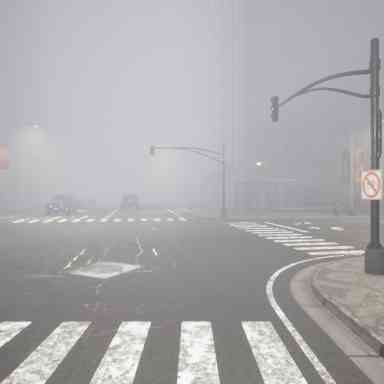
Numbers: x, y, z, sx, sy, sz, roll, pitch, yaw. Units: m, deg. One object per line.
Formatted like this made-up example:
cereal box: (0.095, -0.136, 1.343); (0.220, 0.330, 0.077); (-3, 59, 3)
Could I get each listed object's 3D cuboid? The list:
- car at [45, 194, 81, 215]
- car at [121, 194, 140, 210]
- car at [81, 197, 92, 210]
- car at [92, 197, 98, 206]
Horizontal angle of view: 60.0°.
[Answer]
car: (-13.313, 1.239, 34.167); (2.150, 2.045, 5.566); (0, 0, -10)
car: (-7.987, 1.247, 43.222); (2.150, 2.045, 5.566); (0, 0, -9)
car: (-14.922, 1.590, 44.026); (1.994, 1.385, 4.181); (0, 0, -10)
car: (-16.529, 1.515, 54.058); (1.882, 1.535, 5.008); (0, 0, -9)
